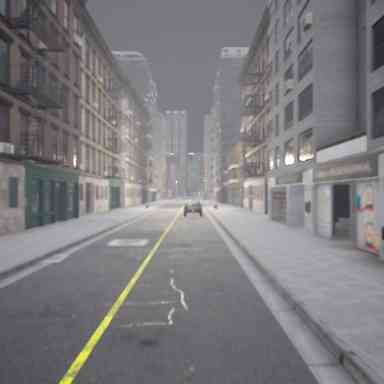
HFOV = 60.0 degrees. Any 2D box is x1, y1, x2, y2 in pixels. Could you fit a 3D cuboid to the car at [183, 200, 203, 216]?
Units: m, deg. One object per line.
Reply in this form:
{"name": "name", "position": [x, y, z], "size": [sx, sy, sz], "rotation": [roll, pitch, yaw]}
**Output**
{"name": "car", "position": [0.107, 1.610, 34.621], "size": [2.128, 1.511, 4.902], "rotation": [0, 0, 0]}
